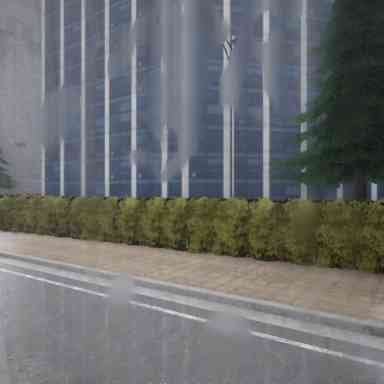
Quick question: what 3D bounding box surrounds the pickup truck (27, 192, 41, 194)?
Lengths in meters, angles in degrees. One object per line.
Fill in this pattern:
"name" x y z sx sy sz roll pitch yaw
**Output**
"pickup truck" -33.617 1.059 72.137 6.274 2.098 2.390 0 0 -26
